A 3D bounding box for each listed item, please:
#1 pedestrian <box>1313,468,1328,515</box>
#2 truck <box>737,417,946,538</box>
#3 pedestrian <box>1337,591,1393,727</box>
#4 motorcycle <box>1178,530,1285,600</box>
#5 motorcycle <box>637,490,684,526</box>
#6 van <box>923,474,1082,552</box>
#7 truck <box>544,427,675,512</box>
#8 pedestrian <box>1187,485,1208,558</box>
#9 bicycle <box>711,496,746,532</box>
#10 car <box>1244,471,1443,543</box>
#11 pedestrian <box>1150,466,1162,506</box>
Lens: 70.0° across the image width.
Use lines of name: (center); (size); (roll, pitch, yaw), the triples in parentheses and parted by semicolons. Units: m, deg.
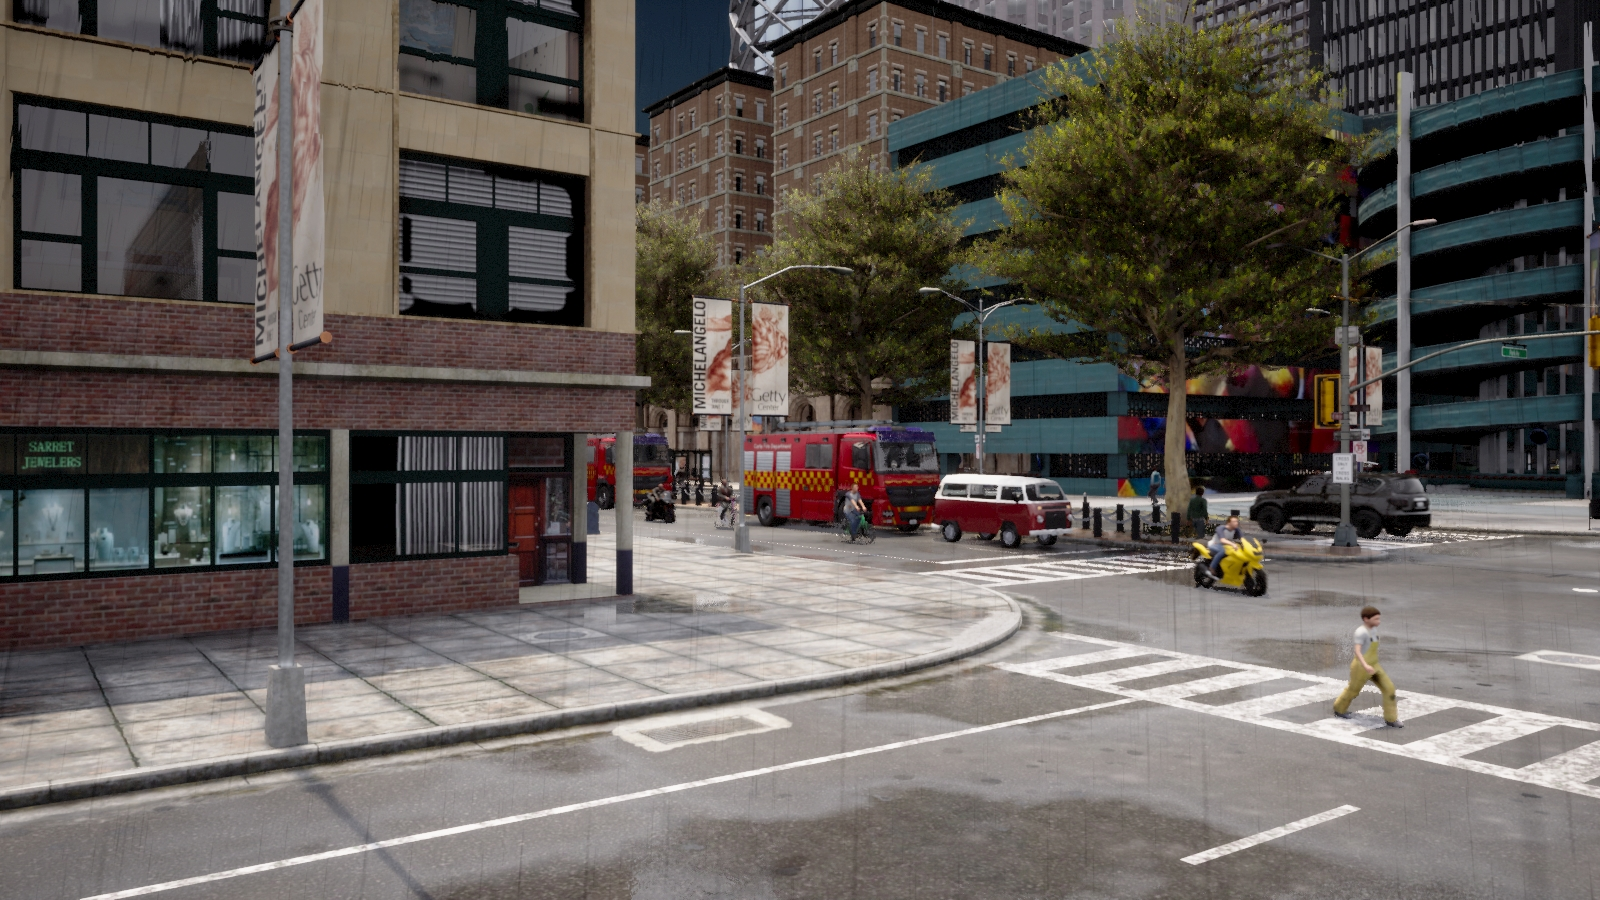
pedestrian: (20.990, 1.679, 46.067); (0.375, 1.860, 0.375); (0, 0, -25)
truck: (1.232, 0.881, 40.529); (2.891, 3.827, 8.468); (0, 0, -35)
pedestrian: (5.787, 2.124, 11.708); (0.375, 1.300, 0.375); (0, 0, -30)
motorcycle: (8.371, 2.205, 22.260); (0.803, 1.145, 2.033); (-1, 0, -20)
motorcycle: (-5.368, 2.197, 43.823); (0.867, 1.251, 2.209); (0, 0, -35)
van: (5.933, 1.772, 33.883); (2.069, 2.038, 4.480); (0, 0, -35)
truck: (-9.442, 0.881, 55.654); (2.891, 3.827, 8.468); (0, 0, -35)
pedestrian: (10.280, 1.838, 29.549); (0.375, 1.860, 0.375); (0, 0, -39)
bicycle: (-2.496, 2.202, 39.741); (0.329, 1.171, 1.835); (0, 0, -35)
car: (17.595, 1.766, 37.297); (2.150, 2.045, 5.566); (0, 0, -34)
pedestrian: (16.780, 1.681, 53.843); (0.375, 1.860, 0.375); (0, 0, -29)
